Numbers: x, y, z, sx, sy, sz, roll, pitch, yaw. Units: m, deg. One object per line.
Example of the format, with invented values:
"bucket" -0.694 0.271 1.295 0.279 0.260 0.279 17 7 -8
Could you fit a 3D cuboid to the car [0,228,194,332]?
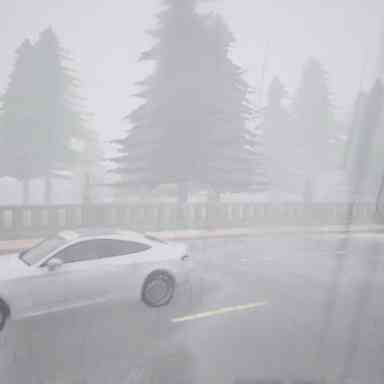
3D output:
"car" -2.169 1.457 6.371 4.674 1.442 1.812 0 0 -31
